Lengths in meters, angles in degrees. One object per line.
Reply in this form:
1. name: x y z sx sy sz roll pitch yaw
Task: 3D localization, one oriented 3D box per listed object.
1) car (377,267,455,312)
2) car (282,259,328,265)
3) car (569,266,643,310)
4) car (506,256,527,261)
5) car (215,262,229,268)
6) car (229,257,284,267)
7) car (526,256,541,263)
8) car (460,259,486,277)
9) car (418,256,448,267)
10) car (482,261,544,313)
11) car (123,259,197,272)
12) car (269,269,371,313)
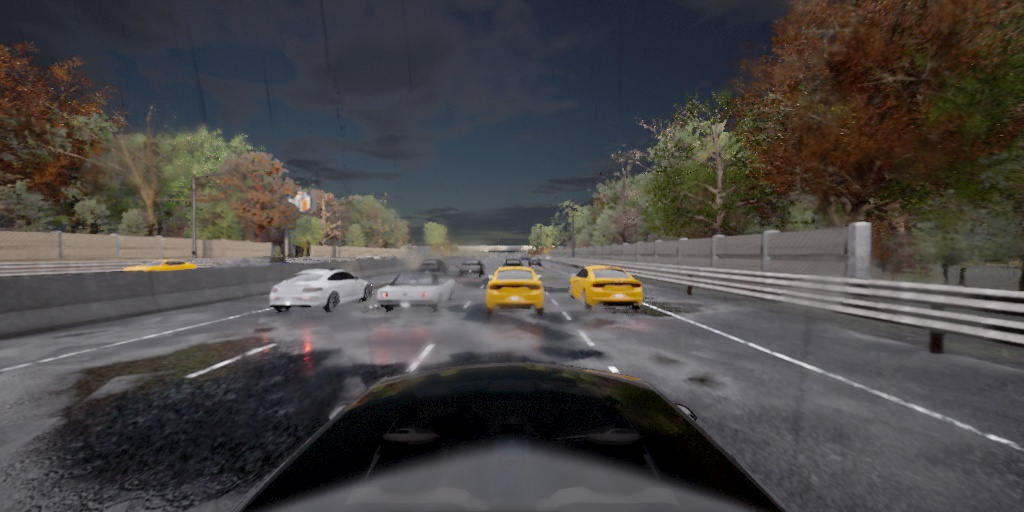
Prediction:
1. car: -3.396 1.258 13.676 1.895 1.301 4.718 0 0 0
2. car: -17.588 1.066 32.033 2.033 1.411 5.357 0 0 0
3. car: 3.504 1.127 14.176 1.882 1.535 5.008 0 0 0
4. car: 0.111 1.024 31.597 1.837 1.490 4.892 0 0 0
5. car: -24.582 1.006 32.648 2.128 1.511 4.902 0 0 0
6. car: -21.085 0.881 30.625 2.097 1.767 4.553 0 0 0
7. car: 3.518 0.855 56.824 1.812 1.442 4.674 0 0 0
8. car: -3.389 1.011 31.560 2.128 1.511 4.902 0 0 0
9. car: -6.891 1.025 31.629 1.837 1.490 4.892 0 0 0
10. car: 0.104 1.135 13.506 1.882 1.535 5.008 0 0 0
11. car: -28.086 1.022 28.777 1.882 1.535 5.008 0 0 0
12. car: -6.897 1.186 13.349 1.812 1.442 4.674 0 0 0
